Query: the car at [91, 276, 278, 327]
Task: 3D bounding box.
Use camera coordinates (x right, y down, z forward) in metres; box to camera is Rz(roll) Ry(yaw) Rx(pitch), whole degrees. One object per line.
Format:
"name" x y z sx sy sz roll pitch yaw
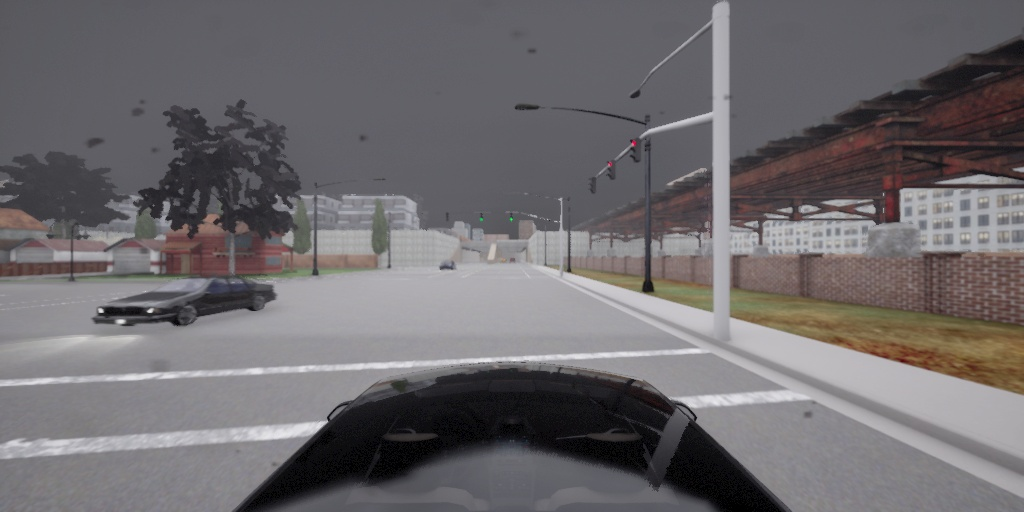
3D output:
"car" -10.489 1.397 12.270 2.033 1.411 5.357 0 0 0

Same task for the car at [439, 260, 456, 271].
"car" -10.444 1.440 58.342 2.097 1.767 4.553 0 0 0
